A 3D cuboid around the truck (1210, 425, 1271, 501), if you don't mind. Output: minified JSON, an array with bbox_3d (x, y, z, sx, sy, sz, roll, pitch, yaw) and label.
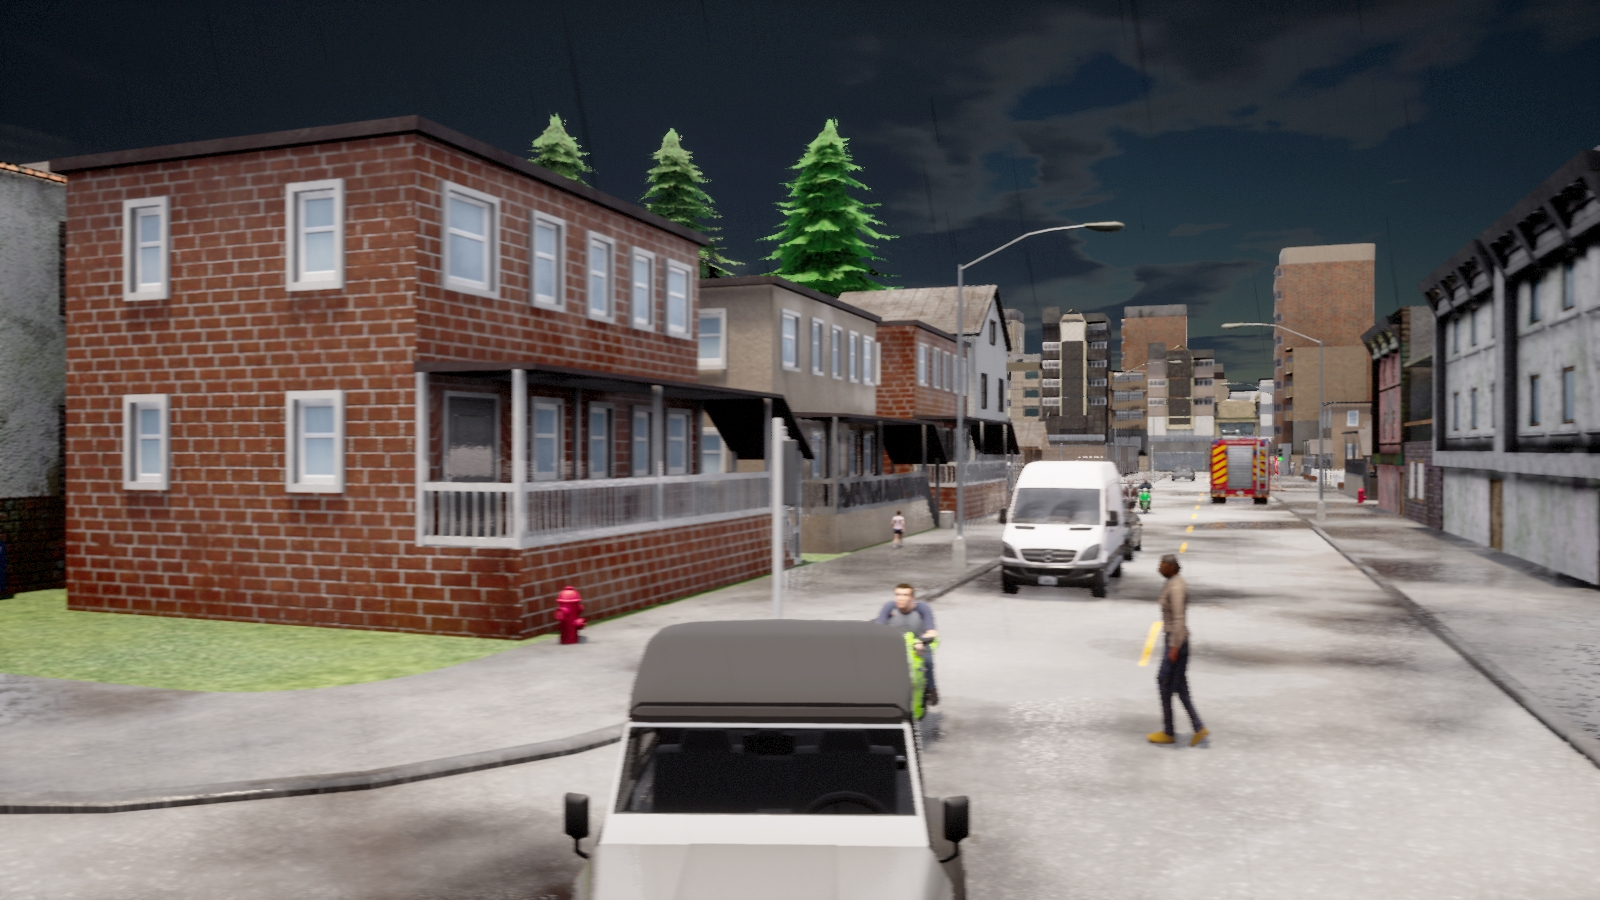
[{"bbox_3d":[23.938,0.670,62.301,2.891,3.827,8.468,0,0,20],"label":"truck"}]

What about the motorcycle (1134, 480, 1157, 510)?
[{"bbox_3d":[15.122,1.961,49.972,0.856,1.236,1.805,0,0,20],"label":"motorcycle"}]

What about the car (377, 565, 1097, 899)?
[{"bbox_3d":[-0.126,1.636,4.956,1.905,1.878,3.866,0,0,1],"label":"car"}]

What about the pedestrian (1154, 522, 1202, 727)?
[{"bbox_3d":[3.570,1.628,10.788,0.375,1.860,0.375,0,0,28],"label":"pedestrian"}]

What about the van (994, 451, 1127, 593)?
[{"bbox_3d":[5.583,1.313,23.851,1.988,2.561,5.915,0,0,20],"label":"van"}]

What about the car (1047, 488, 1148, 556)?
[{"bbox_3d":[8.028,1.842,30.526,2.163,1.488,4.792,0,0,20],"label":"car"}]

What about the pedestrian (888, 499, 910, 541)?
[{"bbox_3d":[2.700,1.902,31.266,0.500,1.100,0.500,0,0,18],"label":"pedestrian"}]
